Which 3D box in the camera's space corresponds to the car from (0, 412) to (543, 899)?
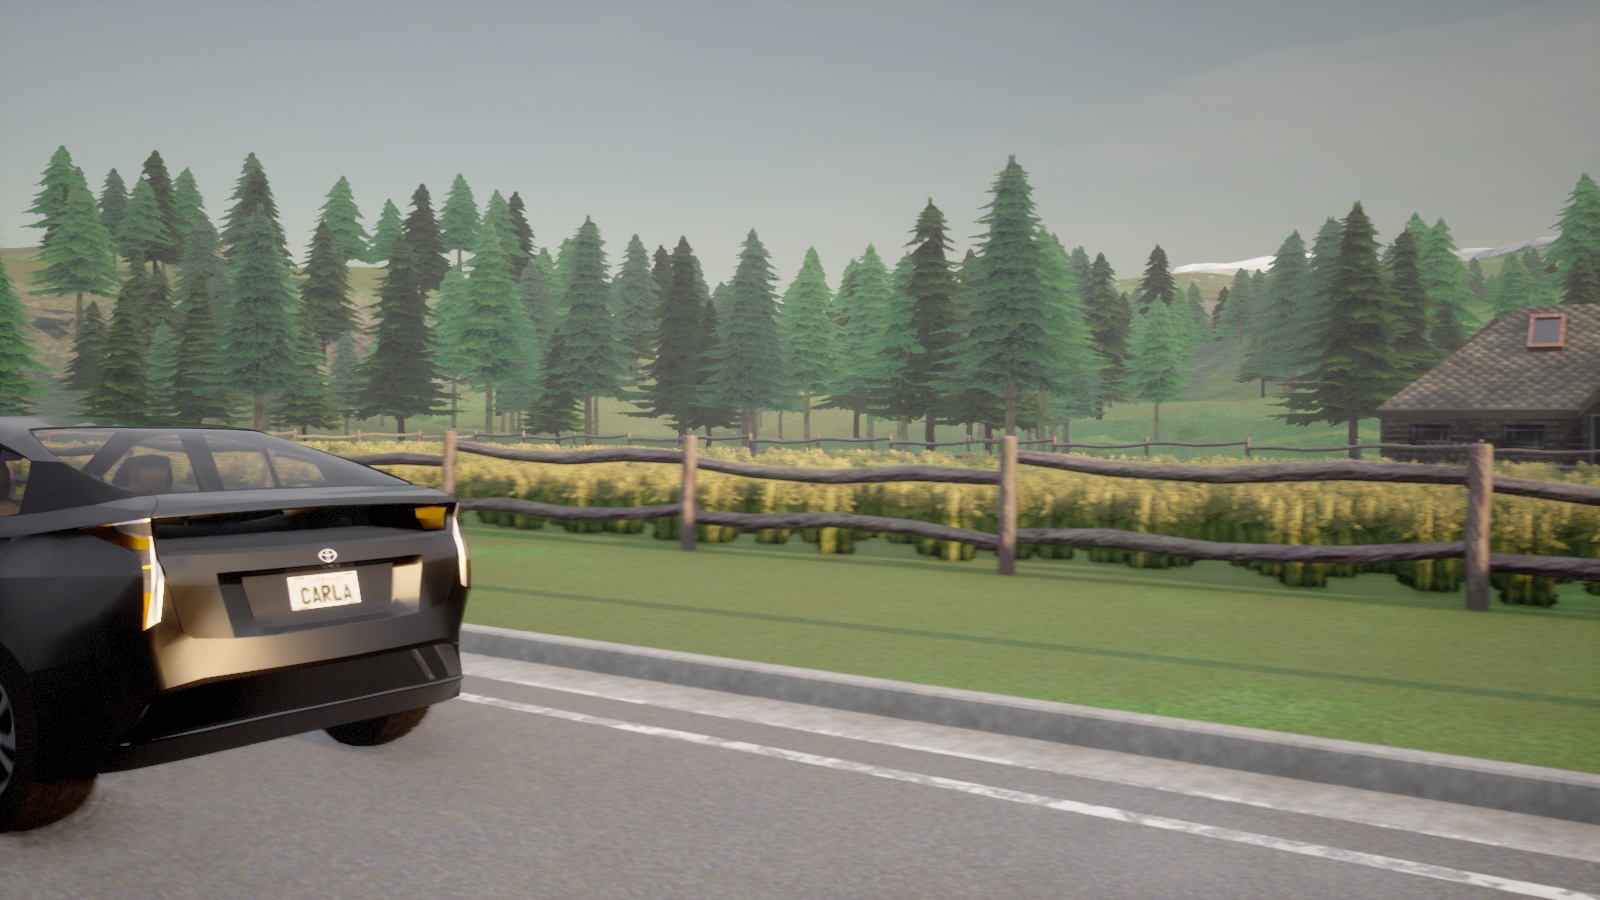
[{"bbox_3d":[-3.591,0.629,6.008,4.514,1.525,2.007,0,1,34],"label":"car"}]
